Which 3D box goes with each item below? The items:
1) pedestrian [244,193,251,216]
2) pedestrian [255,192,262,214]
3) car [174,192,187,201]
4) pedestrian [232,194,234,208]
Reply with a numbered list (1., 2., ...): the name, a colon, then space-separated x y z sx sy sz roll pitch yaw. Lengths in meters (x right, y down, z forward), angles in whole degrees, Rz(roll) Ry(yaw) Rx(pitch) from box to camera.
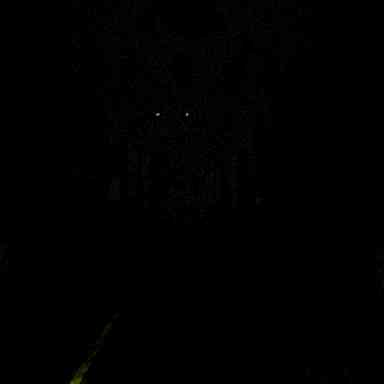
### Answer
1. pedestrian: 4.515 1.011 26.878 0.375 1.860 0.375 1 -1 0
2. pedestrian: 5.515 0.881 27.481 0.375 1.860 0.375 1 -1 0
3. car: -2.454 0.966 76.774 2.150 2.045 5.566 0 0 0
4. pedestrian: 3.515 1.064 28.078 0.375 1.860 0.375 1 -1 0
